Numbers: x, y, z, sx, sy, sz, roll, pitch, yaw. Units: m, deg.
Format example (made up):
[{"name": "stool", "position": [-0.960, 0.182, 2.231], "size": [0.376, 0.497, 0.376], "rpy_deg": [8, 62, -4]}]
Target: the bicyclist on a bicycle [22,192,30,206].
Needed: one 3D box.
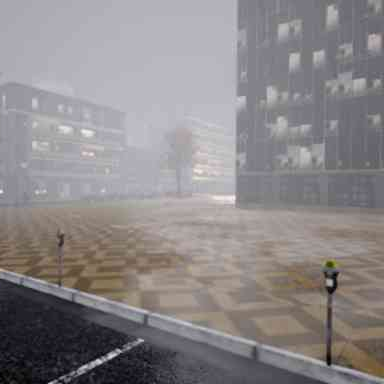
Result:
[{"name": "bicyclist on a bicycle", "position": [-18.944, 0.845, 37.881], "size": [1.656, 1.620, 0.582], "rpy_deg": [1, 1, 35]}]

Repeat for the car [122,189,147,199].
[{"name": "car", "position": [-11.122, 0.369, 64.460], "size": [2.097, 1.767, 4.553], "rpy_deg": [1, 1, 35]}]

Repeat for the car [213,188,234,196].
[{"name": "car", "position": [7.744, 0.252, 81.730], "size": [2.008, 1.369, 4.403], "rpy_deg": [2, 2, 35]}]

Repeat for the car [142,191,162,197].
[{"name": "car", "position": [-8.643, 0.422, 72.738], "size": [1.947, 1.339, 4.313], "rpy_deg": [2, 2, 35]}]

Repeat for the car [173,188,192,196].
[{"name": "car", "position": [-2.312, -0.003, 81.898], "size": [2.192, 1.841, 5.009], "rpy_deg": [2, 2, 35]}]

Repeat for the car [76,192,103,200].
[{"name": "car", "position": [-18.132, 0.684, 58.988], "size": [1.947, 1.339, 4.313], "rpy_deg": [2, 2, 35]}]

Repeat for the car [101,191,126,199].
[{"name": "car", "position": [-14.969, 0.581, 63.571], "size": [2.008, 1.369, 4.403], "rpy_deg": [2, 2, 35]}]

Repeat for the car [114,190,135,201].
[{"name": "car", "position": [-12.619, 0.646, 56.975], "size": [1.882, 1.535, 5.008], "rpy_deg": [1, 2, 35]}]

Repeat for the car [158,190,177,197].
[{"name": "car", "position": [-5.576, 0.297, 77.180], "size": [1.752, 1.417, 4.829], "rpy_deg": [2, 2, 35]}]

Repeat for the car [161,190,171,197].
[{"name": "car", "position": [-3.689, 0.252, 69.914], "size": [1.837, 1.490, 4.892], "rpy_deg": [1, 1, 35]}]

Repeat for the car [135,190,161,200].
[{"name": "car", "position": [-8.072, 0.687, 58.812], "size": [2.008, 1.369, 4.403], "rpy_deg": [2, 2, 35]}]

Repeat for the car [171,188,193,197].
[{"name": "car", "position": [-1.648, 0.484, 68.119], "size": [1.752, 1.417, 4.829], "rpy_deg": [2, 2, 35]}]

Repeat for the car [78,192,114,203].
[{"name": "car", "position": [-14.398, 0.863, 49.644], "size": [2.008, 1.369, 4.403], "rpy_deg": [2, 2, 35]}]
